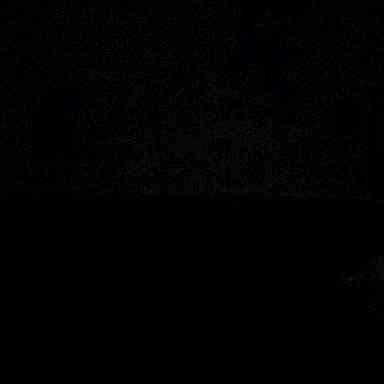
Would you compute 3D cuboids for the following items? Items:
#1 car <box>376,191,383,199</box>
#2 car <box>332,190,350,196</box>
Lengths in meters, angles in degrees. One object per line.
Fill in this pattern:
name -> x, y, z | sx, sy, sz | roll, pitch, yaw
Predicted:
car -> 37.623, 0.477, 65.855 | 1.882, 1.535, 5.008 | 1, 1, 4
car -> 37.310, 0.178, 83.186 | 2.033, 1.411, 5.357 | 1, 1, -9
